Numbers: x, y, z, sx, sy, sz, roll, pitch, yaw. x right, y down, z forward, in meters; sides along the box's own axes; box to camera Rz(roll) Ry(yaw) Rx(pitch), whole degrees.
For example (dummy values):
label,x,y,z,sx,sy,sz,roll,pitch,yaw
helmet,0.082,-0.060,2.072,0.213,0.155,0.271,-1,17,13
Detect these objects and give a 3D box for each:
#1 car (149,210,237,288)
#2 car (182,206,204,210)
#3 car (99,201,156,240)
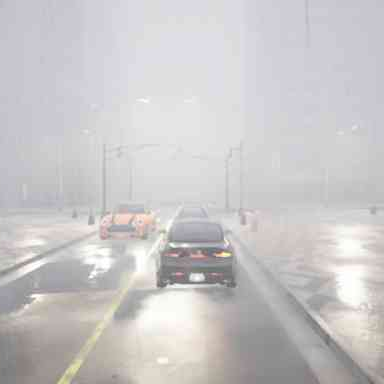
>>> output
label,x,y,z,sx,sy,sz,roll,pitch,yaw
car,0.101,1.468,9.129,1.837,1.490,4.892,0,0,0
car,0.062,1.484,19.160,1.994,1.385,4.181,0,0,1
car,-3.027,1.282,16.450,2.097,1.767,4.553,0,0,1
